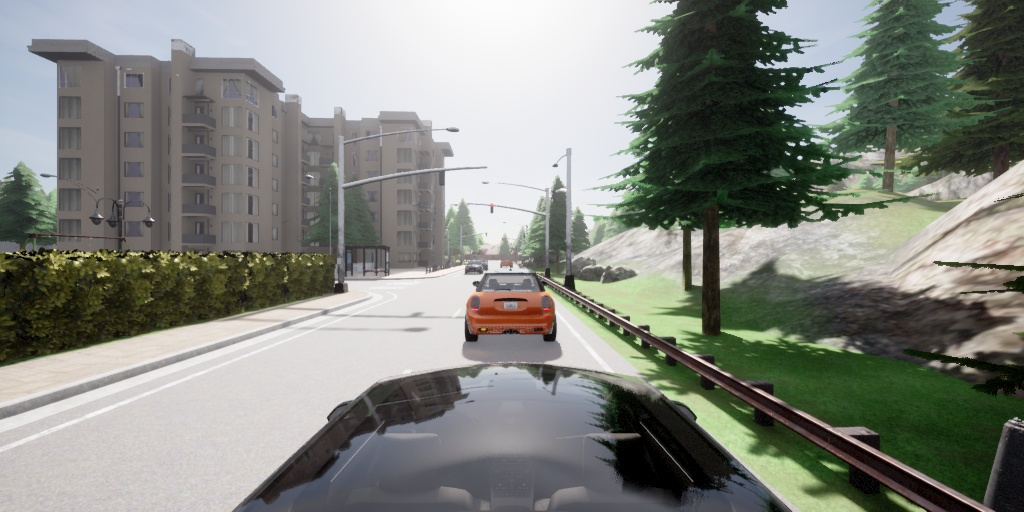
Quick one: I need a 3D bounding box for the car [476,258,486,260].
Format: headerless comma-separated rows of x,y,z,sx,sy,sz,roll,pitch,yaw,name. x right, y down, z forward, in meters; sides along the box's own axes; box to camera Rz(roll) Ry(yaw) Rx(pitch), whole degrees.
-4.265,1.255,40.761,1.837,1.490,4.892,0,0,-1,car

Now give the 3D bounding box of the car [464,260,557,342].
-0.052,1.102,9.975,2.097,1.767,4.553,0,0,-1,car

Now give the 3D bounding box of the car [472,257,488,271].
-4.448,1.102,50.672,2.097,1.767,4.553,0,0,-2,car

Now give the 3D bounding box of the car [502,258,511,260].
-0.926,1.102,61.232,2.097,1.767,4.553,0,0,-1,car
